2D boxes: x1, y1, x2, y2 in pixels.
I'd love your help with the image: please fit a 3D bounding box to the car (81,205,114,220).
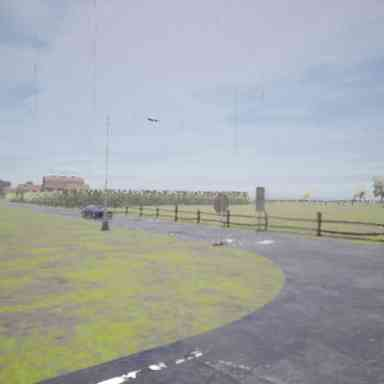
[{"bbox_3d":[-9.477,2.014,33.258,1.895,1.301,4.718,2,-2,-36],"label":"car"}]
